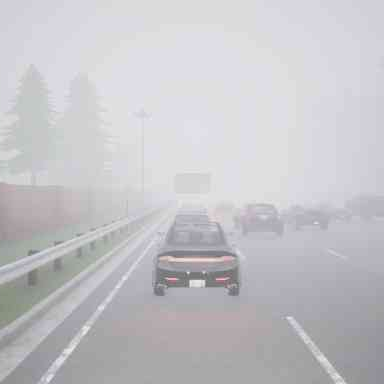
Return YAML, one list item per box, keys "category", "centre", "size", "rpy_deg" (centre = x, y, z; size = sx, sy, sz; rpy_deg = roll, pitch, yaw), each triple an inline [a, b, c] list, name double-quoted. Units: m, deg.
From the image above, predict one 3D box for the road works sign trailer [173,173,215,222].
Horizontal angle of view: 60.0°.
- category: "road works sign trailer"
  centre: [0.061, 0.464, 22.971]
  size: [2.380, 3.560, 2.880]
  rpy_deg: [0, 0, -2]

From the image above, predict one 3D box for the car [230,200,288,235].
- category: "car"
  centre: [3.592, 1.352, 18.755]
  size: [2.097, 1.767, 4.553]
  rpy_deg: [0, 0, 0]

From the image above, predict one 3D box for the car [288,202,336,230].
- category: "car"
  centre: [7.089, 1.505, 21.326]
  size: [1.837, 1.490, 4.892]
  rpy_deg: [0, 0, 0]

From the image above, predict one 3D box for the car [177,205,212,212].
- category: "car"
  centre: [0.106, 1.474, 19.051]
  size: [1.882, 1.535, 5.008]
  rpy_deg: [0, 0, 4]

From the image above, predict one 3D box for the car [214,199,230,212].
- category: "car"
  centre: [3.581, 1.526, 36.592]
  size: [1.812, 1.442, 4.674]
  rpy_deg: [0, 0, 0]

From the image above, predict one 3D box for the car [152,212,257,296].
- category: "car"
  centre: [0.096, 1.491, 8.627]
  size: [2.128, 1.511, 4.902]
  rpy_deg: [0, 0, 0]

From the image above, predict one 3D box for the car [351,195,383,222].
- category: "car"
  centre: [14.088, 1.223, 26.629]
  size: [2.150, 2.045, 5.566]
  rpy_deg: [0, 0, 0]

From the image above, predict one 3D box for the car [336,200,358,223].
- category: "car"
  centre: [10.580, 1.526, 25.723]
  size: [1.812, 1.442, 4.674]
  rpy_deg: [0, 0, 0]
